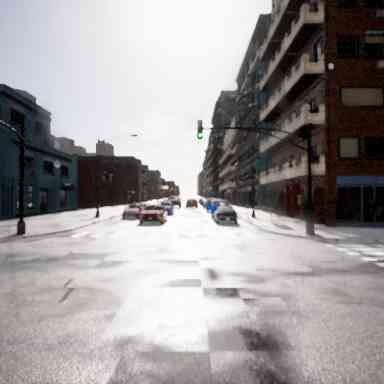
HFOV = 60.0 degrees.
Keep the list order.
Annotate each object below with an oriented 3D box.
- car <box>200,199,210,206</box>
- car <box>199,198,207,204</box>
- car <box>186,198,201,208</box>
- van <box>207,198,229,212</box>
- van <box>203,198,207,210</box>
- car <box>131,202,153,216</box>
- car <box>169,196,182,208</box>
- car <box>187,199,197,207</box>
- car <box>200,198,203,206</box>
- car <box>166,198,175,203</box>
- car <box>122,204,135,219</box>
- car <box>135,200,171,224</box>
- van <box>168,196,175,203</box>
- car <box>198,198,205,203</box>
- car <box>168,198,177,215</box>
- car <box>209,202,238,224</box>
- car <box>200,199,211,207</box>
[{"bbox_3d":[2.695,2.169,71.722,1.947,1.339,4.313,1,0,0],"label":"car"},{"bbox_3d":[2.695,2.231,82.884,1.887,1.381,4.507,1,0,0],"label":"car"},{"bbox_3d":[-0.005,1.840,56.950,2.097,1.767,4.553,0,0,0],"label":"car"},{"bbox_3d":[2.702,1.629,32.659,1.690,1.788,3.998,1,0,0],"label":"van"},{"bbox_3d":[2.701,1.723,43.822,1.690,1.788,3.998,1,0,0],"label":"van"},{"bbox_3d":[-5.682,1.879,38.202,1.887,1.381,4.507,1,0,0],"label":"car"},{"bbox_3d":[-3.013,1.727,58.780,2.150,2.045,5.566,0,-1,0],"label":"car"},{"bbox_3d":[-0.008,2.188,67.013,1.895,1.301,4.718,0,0,0],"label":"car"},{"bbox_3d":[2.697,1.999,55.150,1.752,1.417,4.829,1,0,0],"label":"car"},{"bbox_3d":[-5.687,2.293,88.422,1.947,1.339,4.313,1,0,0],"label":"car"},{"bbox_3d":[-5.682,1.869,32.621,1.802,1.307,4.206,1,0,0],"label":"car"},{"bbox_3d":[-3.091,1.718,27.132,1.882,1.535,5.008,0,0,0],"label":"car"},{"bbox_3d":[-5.683,2.109,94.004,1.690,1.788,3.998,1,0,0],"label":"van"},{"bbox_3d":[2.694,2.319,94.045,2.008,1.369,4.403,1,0,0],"label":"car"},{"bbox_3d":[-3.087,1.811,38.044,1.882,1.535,5.008,0,0,0],"label":"car"},{"bbox_3d":[2.699,1.791,27.078,2.008,1.369,4.403,1,0,0],"label":"car"},{"bbox_3d":[2.696,2.126,66.142,1.947,1.339,4.313,1,0,0],"label":"car"}]
